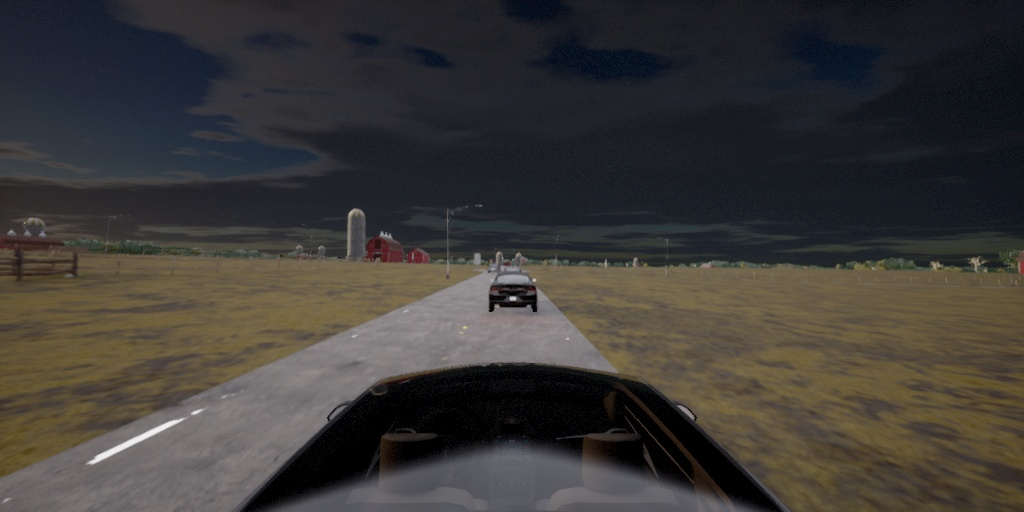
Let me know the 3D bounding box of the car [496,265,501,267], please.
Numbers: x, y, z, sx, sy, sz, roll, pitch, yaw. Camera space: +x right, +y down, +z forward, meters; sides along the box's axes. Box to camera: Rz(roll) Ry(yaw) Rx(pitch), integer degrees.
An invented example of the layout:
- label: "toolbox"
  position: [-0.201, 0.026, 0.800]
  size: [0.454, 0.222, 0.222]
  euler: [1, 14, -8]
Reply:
- label: "car"
  position: [0.044, 1.595, 29.239]
  size: [2.128, 1.511, 4.902]
  euler: [0, -1, 1]

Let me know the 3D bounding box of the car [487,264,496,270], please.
- label: "car"
  position: [-2.797, 1.952, 56.071]
  size: [2.128, 1.511, 4.902]
  euler: [0, -1, 1]

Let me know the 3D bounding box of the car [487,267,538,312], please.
- label: "car"
  position: [0.053, 1.396, 15.341]
  size: [1.882, 1.535, 5.008]
  euler: [0, 0, 0]
